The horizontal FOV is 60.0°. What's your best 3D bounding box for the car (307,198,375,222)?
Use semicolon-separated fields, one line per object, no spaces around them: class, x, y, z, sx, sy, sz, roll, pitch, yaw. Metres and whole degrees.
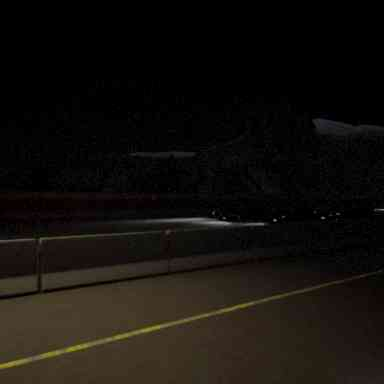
car;11.422;1.514;24.867;5.566;2.045;2.150;1;0;-35

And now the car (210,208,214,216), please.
car;4.030;1.758;32.510;4.902;1.511;2.128;1;0;-35

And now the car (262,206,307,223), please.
car;8.560;1.825;27.128;5.357;1.411;2.033;1;0;-35

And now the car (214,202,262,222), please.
car;4.818;1.797;28.774;5.357;1.411;2.033;1;0;-35
